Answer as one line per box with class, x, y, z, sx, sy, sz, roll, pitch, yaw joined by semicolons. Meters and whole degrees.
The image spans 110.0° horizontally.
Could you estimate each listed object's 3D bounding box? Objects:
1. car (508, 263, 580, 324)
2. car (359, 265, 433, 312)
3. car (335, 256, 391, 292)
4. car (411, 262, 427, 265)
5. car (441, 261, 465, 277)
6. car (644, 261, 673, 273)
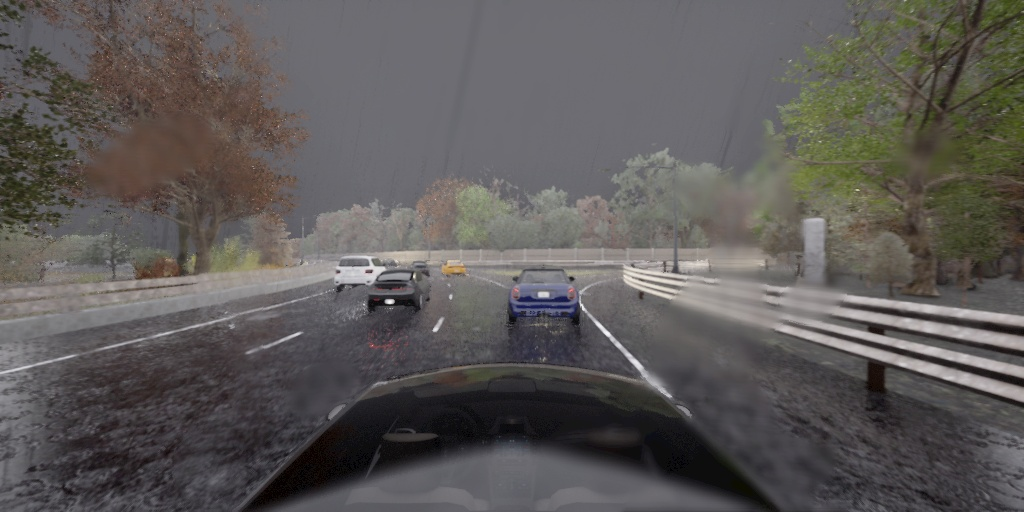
car;1.068;1.108;12.164;2.097;1.767;4.553;0;0;5
car;-4.394;1.284;14.482;1.837;1.490;4.892;0;0;-7
car;-9.108;1.025;22.009;2.150;2.045;5.566;0;0;-11
car;-9.447;1.323;36.282;1.837;1.490;4.892;0;0;-18
car;-6.110;1.284;37.058;1.882;1.535;5.008;0;0;-18
car;17.459;1.249;42.494;4.674;1.442;1.812;0;0;-40
